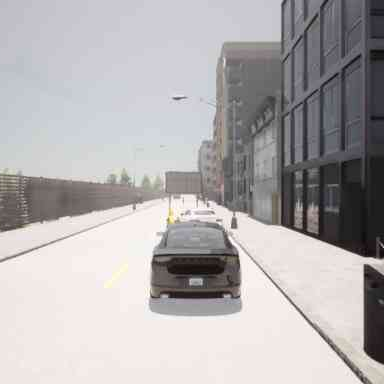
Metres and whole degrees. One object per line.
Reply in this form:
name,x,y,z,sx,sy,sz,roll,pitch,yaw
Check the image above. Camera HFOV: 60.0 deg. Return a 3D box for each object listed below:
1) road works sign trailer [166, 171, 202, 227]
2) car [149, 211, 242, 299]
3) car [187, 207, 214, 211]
road works sign trailer,-0.575,0.464,21.340,2.380,3.560,2.880,0,0,-17
car,0.069,1.477,8.508,1.882,1.535,5.008,0,0,0
car,0.407,1.539,17.858,1.812,1.442,4.674,0,-1,-9
